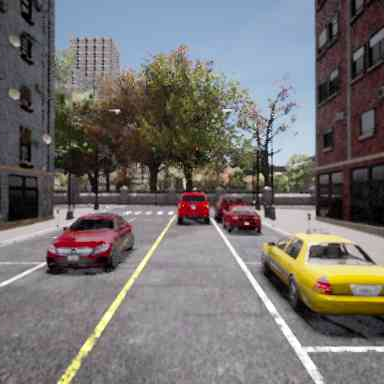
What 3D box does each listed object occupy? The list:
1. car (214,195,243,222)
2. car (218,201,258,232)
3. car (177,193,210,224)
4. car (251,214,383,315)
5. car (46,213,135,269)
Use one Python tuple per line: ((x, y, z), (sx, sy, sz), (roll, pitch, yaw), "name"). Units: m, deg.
((2.729, 1.159, 24.401), (2.192, 1.841, 5.009), (1, 0, 0), "car")
((2.720, 1.425, 18.706), (1.887, 1.381, 4.507), (1, 0, 0), "car")
((0.113, 1.071, 23.676), (2.150, 2.045, 5.566), (0, 0, 0), "car")
((2.710, 1.477, 7.483), (1.752, 1.417, 4.829), (1, 0, 0), "car")
((-3.079, 1.455, 10.976), (1.812, 1.442, 4.674), (0, 0, 0), "car")
